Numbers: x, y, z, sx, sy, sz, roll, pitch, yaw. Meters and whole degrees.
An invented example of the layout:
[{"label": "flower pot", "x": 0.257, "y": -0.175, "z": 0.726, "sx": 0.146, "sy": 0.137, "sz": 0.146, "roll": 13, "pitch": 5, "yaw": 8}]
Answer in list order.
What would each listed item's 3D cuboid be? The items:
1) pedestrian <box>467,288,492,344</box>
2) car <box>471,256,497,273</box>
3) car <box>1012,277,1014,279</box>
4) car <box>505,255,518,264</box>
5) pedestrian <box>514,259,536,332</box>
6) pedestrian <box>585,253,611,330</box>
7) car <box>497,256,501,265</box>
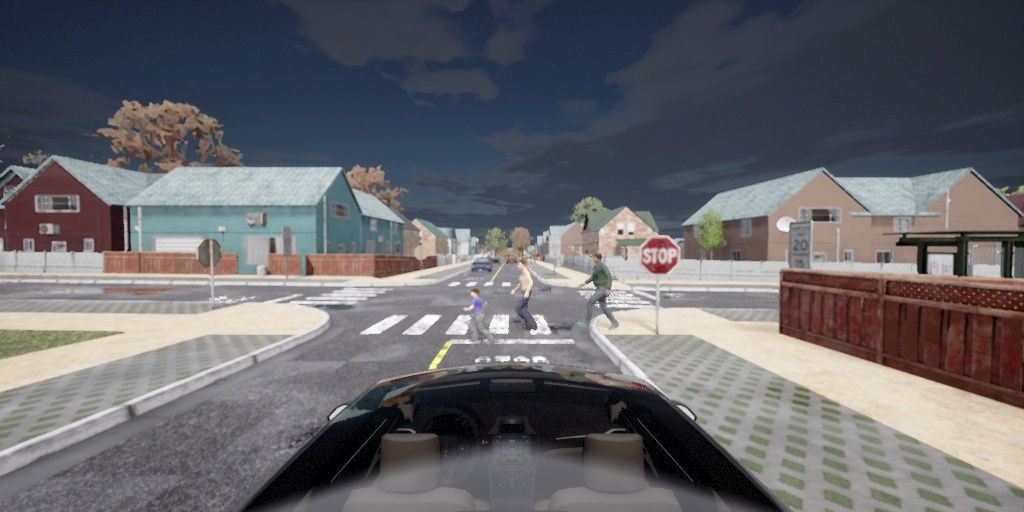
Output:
[{"label": "pedestrian", "x": -0.690, "y": 1.230, "z": 7.721, "sx": 0.375, "sy": 1.300, "sz": 0.375, "roll": -1, "pitch": 2, "yaw": 0}, {"label": "car", "x": -2.844, "y": 0.843, "z": 34.791, "sx": 2.033, "sy": 1.411, "sz": 5.357, "roll": 0, "pitch": 1, "yaw": 0}, {"label": "car", "x": 25.570, "y": 1.467, "z": 17.236, "sx": 4.718, "sy": 1.301, "sz": 1.895, "roll": 1, "pitch": 2, "yaw": 0}, {"label": "car", "x": -0.003, "y": 0.598, "z": 59.119, "sx": 1.812, "sy": 1.442, "sz": 4.674, "roll": 0, "pitch": 0, "yaw": 0}, {"label": "pedestrian", "x": 0.318, "y": 0.933, "z": 8.912, "sx": 0.375, "sy": 1.860, "sz": 0.375, "roll": -1, "pitch": 2, "yaw": 0}, {"label": "pedestrian", "x": 1.983, "y": 0.789, "z": 8.308, "sx": 0.375, "sy": 1.860, "sz": 0.375, "roll": -1, "pitch": 2, "yaw": 0}, {"label": "car", "x": -2.788, "y": 0.692, "z": 56.627, "sx": 1.895, "sy": 1.301, "sz": 4.718, "roll": 0, "pitch": 0, "yaw": 0}]
